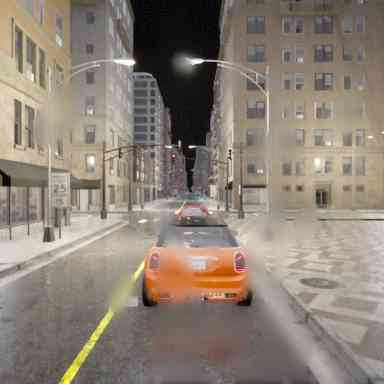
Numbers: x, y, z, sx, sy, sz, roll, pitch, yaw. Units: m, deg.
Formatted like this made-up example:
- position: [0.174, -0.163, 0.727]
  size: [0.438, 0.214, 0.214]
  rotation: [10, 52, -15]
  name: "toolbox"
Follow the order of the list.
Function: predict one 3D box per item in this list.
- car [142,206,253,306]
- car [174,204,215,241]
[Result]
- position: [0.094, 1.352, 8.166]
  size: [2.097, 1.767, 4.553]
  rotation: [0, 0, 0]
  name: "car"
- position: [0.096, 1.476, 17.766]
  size: [1.882, 1.535, 5.008]
  rotation: [0, 0, 0]
  name: "car"
